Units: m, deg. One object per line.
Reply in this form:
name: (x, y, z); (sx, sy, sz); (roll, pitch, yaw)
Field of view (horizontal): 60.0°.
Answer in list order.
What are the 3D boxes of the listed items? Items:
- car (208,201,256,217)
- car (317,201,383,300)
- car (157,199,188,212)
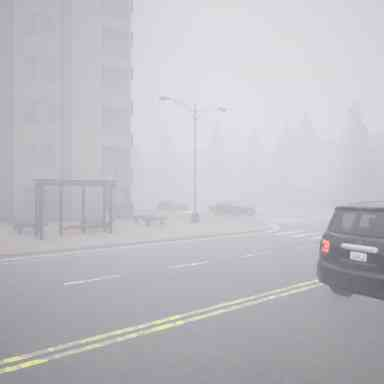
car: (3.673, 1.545, 30.884); (1.895, 1.301, 4.718); (0, 0, -36)
car: (5.098, 1.221, 7.384); (5.566, 2.045, 2.150); (0, 0, -35)
car: (-2.300, 1.508, 38.827); (1.994, 1.385, 4.181); (0, 0, -40)
